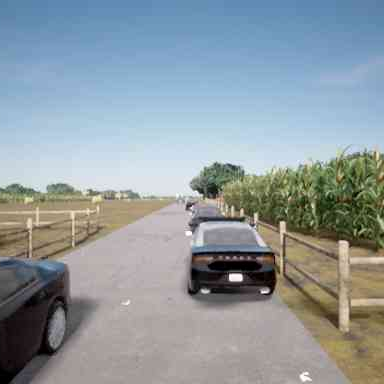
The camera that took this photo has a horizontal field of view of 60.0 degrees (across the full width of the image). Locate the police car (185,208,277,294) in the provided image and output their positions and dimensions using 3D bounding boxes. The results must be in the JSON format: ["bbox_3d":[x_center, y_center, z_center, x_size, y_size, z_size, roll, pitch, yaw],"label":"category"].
[{"bbox_3d":[0.849,1.455,8.985,1.930,1.638,5.238,0,0,0],"label":"police car"}]

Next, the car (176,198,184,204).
[{"bbox_3d":[-2.536,2.033,76.397,1.812,1.442,4.674,0,-1,0],"label":"car"}]

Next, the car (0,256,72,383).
[{"bbox_3d":[-2.840,1.488,3.272,1.882,1.535,5.008,0,0,0],"label":"car"}]

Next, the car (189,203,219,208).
[{"bbox_3d":[0.877,1.578,18.878,1.837,1.490,4.892,0,0,0],"label":"car"}]

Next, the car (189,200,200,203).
[{"bbox_3d":[0.894,1.581,24.878,1.882,1.535,5.008,0,0,0],"label":"car"}]

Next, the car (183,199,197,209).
[{"bbox_3d":[0.137,1.718,45.525,1.882,1.535,5.008,0,0,0],"label":"car"}]

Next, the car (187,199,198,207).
[{"bbox_3d":[0.166,1.953,59.321,1.895,1.301,4.718,0,0,0],"label":"car"}]
